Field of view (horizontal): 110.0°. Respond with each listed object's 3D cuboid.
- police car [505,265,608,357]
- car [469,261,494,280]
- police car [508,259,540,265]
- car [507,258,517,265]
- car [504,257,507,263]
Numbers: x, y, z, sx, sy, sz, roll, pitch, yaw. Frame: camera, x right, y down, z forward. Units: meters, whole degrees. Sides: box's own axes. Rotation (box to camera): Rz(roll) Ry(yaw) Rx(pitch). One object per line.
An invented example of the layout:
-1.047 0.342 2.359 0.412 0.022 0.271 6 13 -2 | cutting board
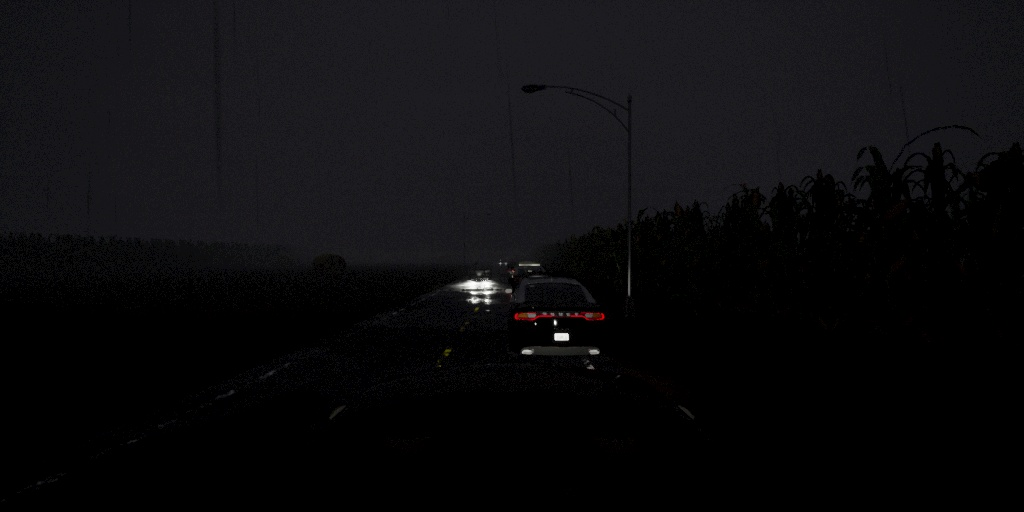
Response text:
0.859 1.173 8.701 1.930 1.638 5.238 0 0 0 | police car
-2.616 1.214 31.151 2.128 1.511 4.902 0 0 0 | car
0.904 1.164 18.701 1.930 1.638 5.238 0 0 0 | police car
0.930 1.083 24.560 2.097 1.767 4.553 0 0 0 | car
0.283 1.176 51.214 2.128 1.511 4.902 0 0 1 | car
